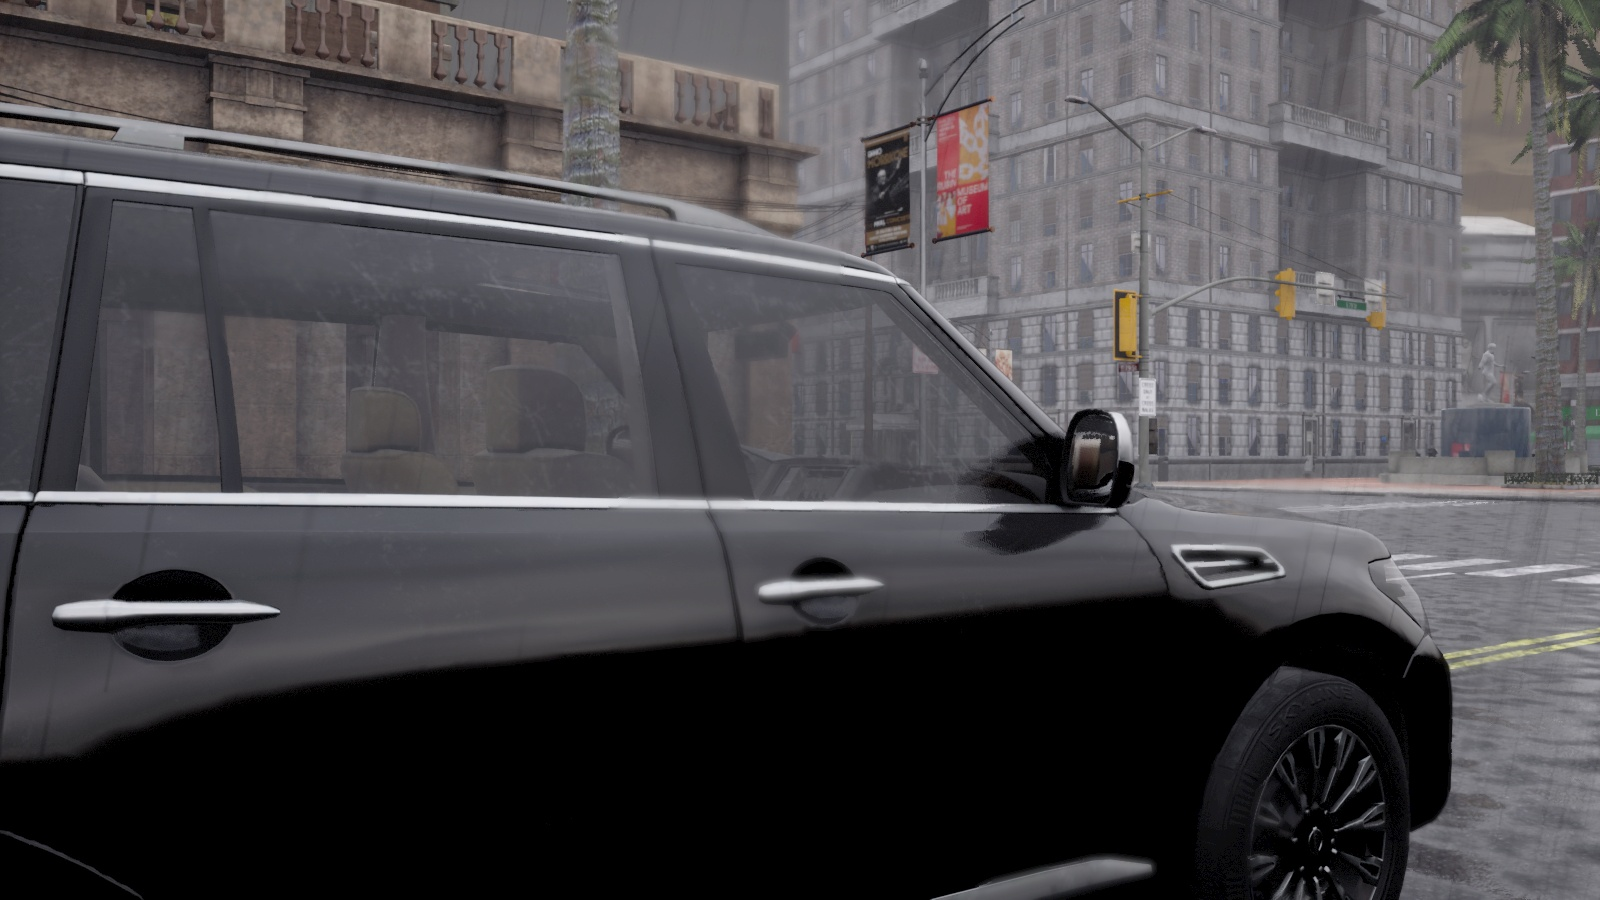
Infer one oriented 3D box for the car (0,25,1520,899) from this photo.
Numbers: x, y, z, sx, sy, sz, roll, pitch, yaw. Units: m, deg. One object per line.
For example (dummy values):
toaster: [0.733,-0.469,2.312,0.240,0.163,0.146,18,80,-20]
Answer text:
car: [-0.661,0.473,3.201,5.566,2.045,2.150,0,0,-35]
